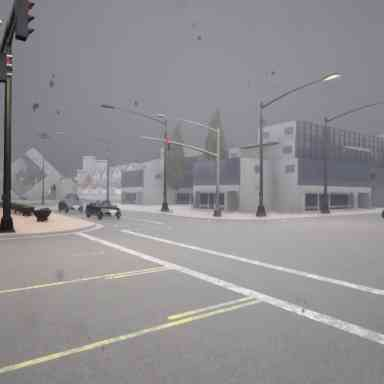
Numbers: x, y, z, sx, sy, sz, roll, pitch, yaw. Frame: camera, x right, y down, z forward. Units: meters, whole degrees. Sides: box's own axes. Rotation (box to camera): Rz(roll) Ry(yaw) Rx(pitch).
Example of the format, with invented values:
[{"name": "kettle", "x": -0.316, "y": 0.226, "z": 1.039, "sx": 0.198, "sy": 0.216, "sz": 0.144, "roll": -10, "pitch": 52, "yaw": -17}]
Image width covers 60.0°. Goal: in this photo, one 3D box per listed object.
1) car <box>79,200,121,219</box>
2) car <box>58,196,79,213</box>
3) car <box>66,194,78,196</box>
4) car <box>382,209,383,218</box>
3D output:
[{"name": "car", "x": -7.771, "y": 1.501, "z": 28.881, "sx": 2.128, "sy": 1.511, "sz": 4.902, "roll": 1, "pitch": 0, "yaw": -35}, {"name": "car", "x": -13.672, "y": 1.499, "z": 37.356, "sx": 2.128, "sy": 1.511, "sz": 4.902, "roll": 1, "pitch": 0, "yaw": -35}, {"name": "car", "x": -19.812, "y": 1.272, "z": 54.831, "sx": 2.150, "sy": 2.045, "sz": 5.566, "roll": 1, "pitch": 0, "yaw": -21}, {"name": "car", "x": 19.322, "y": 1.751, "z": 30.702, "sx": 4.181, "sy": 1.385, "sz": 1.994, "roll": 0, "pitch": 0, "yaw": -36}]
